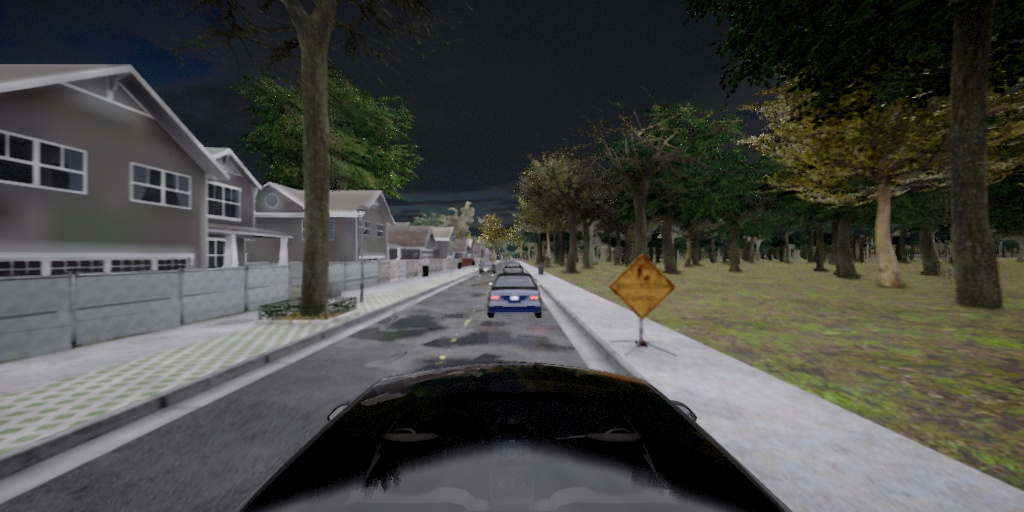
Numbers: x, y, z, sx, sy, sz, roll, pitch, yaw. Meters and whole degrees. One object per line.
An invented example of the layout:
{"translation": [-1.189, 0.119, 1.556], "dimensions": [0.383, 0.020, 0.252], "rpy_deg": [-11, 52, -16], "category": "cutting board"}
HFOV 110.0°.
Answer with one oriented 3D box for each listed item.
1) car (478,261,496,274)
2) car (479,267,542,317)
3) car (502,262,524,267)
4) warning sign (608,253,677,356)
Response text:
{"translation": [-2.831, 1.341, 41.540], "dimensions": [2.128, 1.511, 4.902], "rpy_deg": [0, 0, 0], "category": "car"}
{"translation": [0.089, 1.324, 13.326], "dimensions": [2.033, 1.411, 5.357], "rpy_deg": [0, 0, 0], "category": "car"}
{"translation": [0.102, 1.318, 33.281], "dimensions": [2.128, 1.511, 4.902], "rpy_deg": [0, 0, 0], "category": "car"}
{"translation": [2.520, 0.877, 6.994], "dimensions": [1.300, 1.860, 1.060], "rpy_deg": [0, 0, 0], "category": "warning sign"}
